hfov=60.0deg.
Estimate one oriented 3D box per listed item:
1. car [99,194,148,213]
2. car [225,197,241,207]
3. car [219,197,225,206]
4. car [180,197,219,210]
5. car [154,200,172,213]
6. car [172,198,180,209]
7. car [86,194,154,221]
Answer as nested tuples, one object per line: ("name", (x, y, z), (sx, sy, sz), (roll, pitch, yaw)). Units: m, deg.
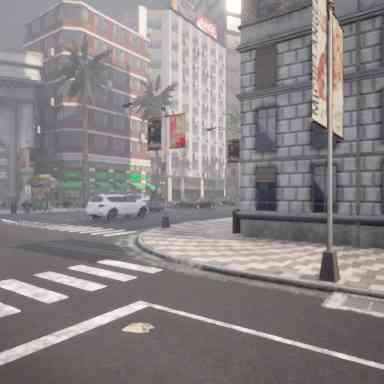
("car", (-7.670, 1.216, 37.800), (2.150, 2.045, 5.566), (0, 0, 36))
("car", (7.550, 1.559, 51.169), (4.181, 1.385, 1.994), (0, 0, -43))
("car", (4.995, 1.486, 53.551), (4.902, 1.511, 2.128), (0, 0, -44))
("car", (1.013, 1.473, 43.578), (1.882, 1.535, 5.008), (0, 0, 38))
("car", (-4.957, 1.542, 35.605), (2.033, 1.411, 5.357), (0, 0, 36))
("car", (-1.663, 1.520, 45.798), (1.812, 1.442, 4.674), (0, 0, 37))
("car", (-6.108, 1.217, 27.737), (2.150, 2.045, 5.566), (0, 0, 36))
